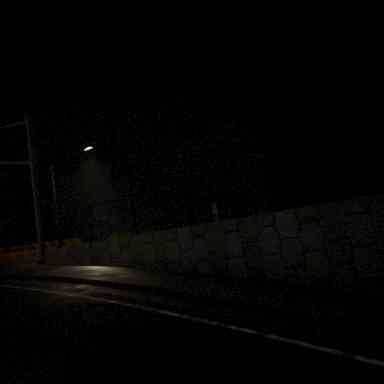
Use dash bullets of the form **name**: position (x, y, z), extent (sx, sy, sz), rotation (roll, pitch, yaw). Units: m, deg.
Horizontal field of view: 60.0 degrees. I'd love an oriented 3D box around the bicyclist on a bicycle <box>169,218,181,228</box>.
- **bicyclist on a bicycle**: position (-1.340, 2.917, 27.294), extent (1.656, 1.620, 0.582), rotation (-14, -8, 36)
